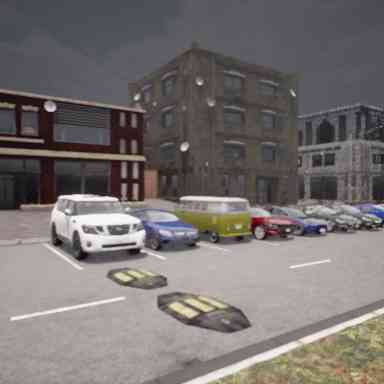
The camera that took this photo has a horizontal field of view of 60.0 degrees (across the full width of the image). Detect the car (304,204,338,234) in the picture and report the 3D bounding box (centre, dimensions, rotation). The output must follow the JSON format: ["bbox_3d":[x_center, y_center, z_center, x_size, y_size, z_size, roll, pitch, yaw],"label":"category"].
[{"bbox_3d":[5.316,1.532,18.913,2.163,1.488,4.792,1,0,-34],"label":"car"}]

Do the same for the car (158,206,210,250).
[{"bbox_3d":[-1.536,1.469,14.287,2.002,1.452,4.674,0,0,-34],"label":"car"}]

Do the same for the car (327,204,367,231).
[{"bbox_3d":[7.574,1.536,20.494,2.231,1.521,4.892,1,0,-34],"label":"car"}]

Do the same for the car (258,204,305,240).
[{"bbox_3d":[3.019,1.474,17.391,2.097,1.535,5.008,1,0,-34],"label":"car"}]

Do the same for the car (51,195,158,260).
[{"bbox_3d":[-3.797,1.160,12.708,2.435,2.045,5.566,0,0,-34],"label":"car"}]

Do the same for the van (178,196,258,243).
[{"bbox_3d":[0.782,1.224,15.999,1.878,1.987,4.442,0,0,-34],"label":"van"}]

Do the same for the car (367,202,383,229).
[{"bbox_3d":[9.853,1.571,22.044,2.231,1.521,4.892,1,0,-34],"label":"car"}]
